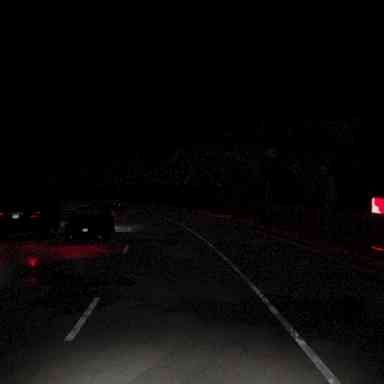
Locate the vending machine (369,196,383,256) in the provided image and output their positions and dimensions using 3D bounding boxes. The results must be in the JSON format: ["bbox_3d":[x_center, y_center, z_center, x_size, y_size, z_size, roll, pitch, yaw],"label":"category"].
[{"bbox_3d":[7.227,1.192,12.073,1.100,2.100,0.880,0,0,-6],"label":"vending machine"}]

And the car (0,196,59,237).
[{"bbox_3d":[-8.800,1.243,18.291,2.150,2.045,5.566,0,0,-11],"label":"car"}]

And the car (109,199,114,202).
[{"bbox_3d":[-9.444,1.652,33.937,1.895,1.301,4.718,0,0,-19],"label":"car"}]

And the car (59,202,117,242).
[{"bbox_3d":[-5.002,1.490,16.714,1.882,1.535,5.008,0,0,-9],"label":"car"}]

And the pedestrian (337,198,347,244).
[{"bbox_3d":[5.915,1.139,13.284,0.375,1.860,0.375,-1,0,-7],"label":"pedestrian"}]

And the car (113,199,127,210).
[{"bbox_3d":[-10.120,1.634,44.562,1.994,1.385,4.181,0,0,-24],"label":"car"}]
